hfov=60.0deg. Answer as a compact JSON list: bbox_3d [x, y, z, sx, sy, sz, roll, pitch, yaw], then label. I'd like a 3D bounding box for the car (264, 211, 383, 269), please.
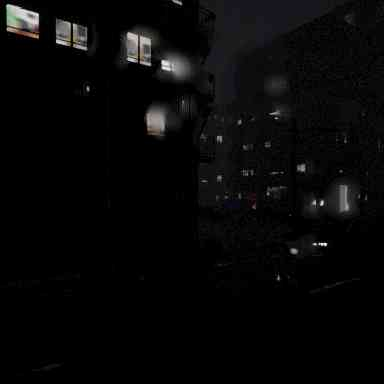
[{"bbox_3d":[5.021,1.490,11.296,4.902,1.511,2.128,0,0,-36],"label":"car"}]

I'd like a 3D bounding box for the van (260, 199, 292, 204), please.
[{"bbox_3d":[8.424,1.602,33.589,1.690,1.788,3.998,-1,0,-36],"label":"van"}]

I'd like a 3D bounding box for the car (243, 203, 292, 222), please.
[{"bbox_3d":[6.486,1.824,26.511,1.895,1.301,4.718,0,-1,-37],"label":"car"}]

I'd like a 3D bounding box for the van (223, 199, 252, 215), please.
[{"bbox_3d":[5.096,1.676,38.095,1.690,1.788,3.998,-1,0,-36],"label":"van"}]

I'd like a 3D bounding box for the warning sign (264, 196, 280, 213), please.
[{"bbox_3d":[8.906,1.400,36.979,1.300,1.860,1.060,1,0,-36],"label":"warning sign"}]

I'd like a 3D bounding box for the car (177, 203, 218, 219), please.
[{"bbox_3d":[0.483,1.881,34.645,1.812,1.442,4.674,0,-1,-37],"label":"car"}]

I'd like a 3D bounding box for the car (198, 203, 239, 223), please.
[{"bbox_3d":[1.699,1.874,28.653,1.802,1.307,4.206,-1,0,-36],"label":"car"}]
